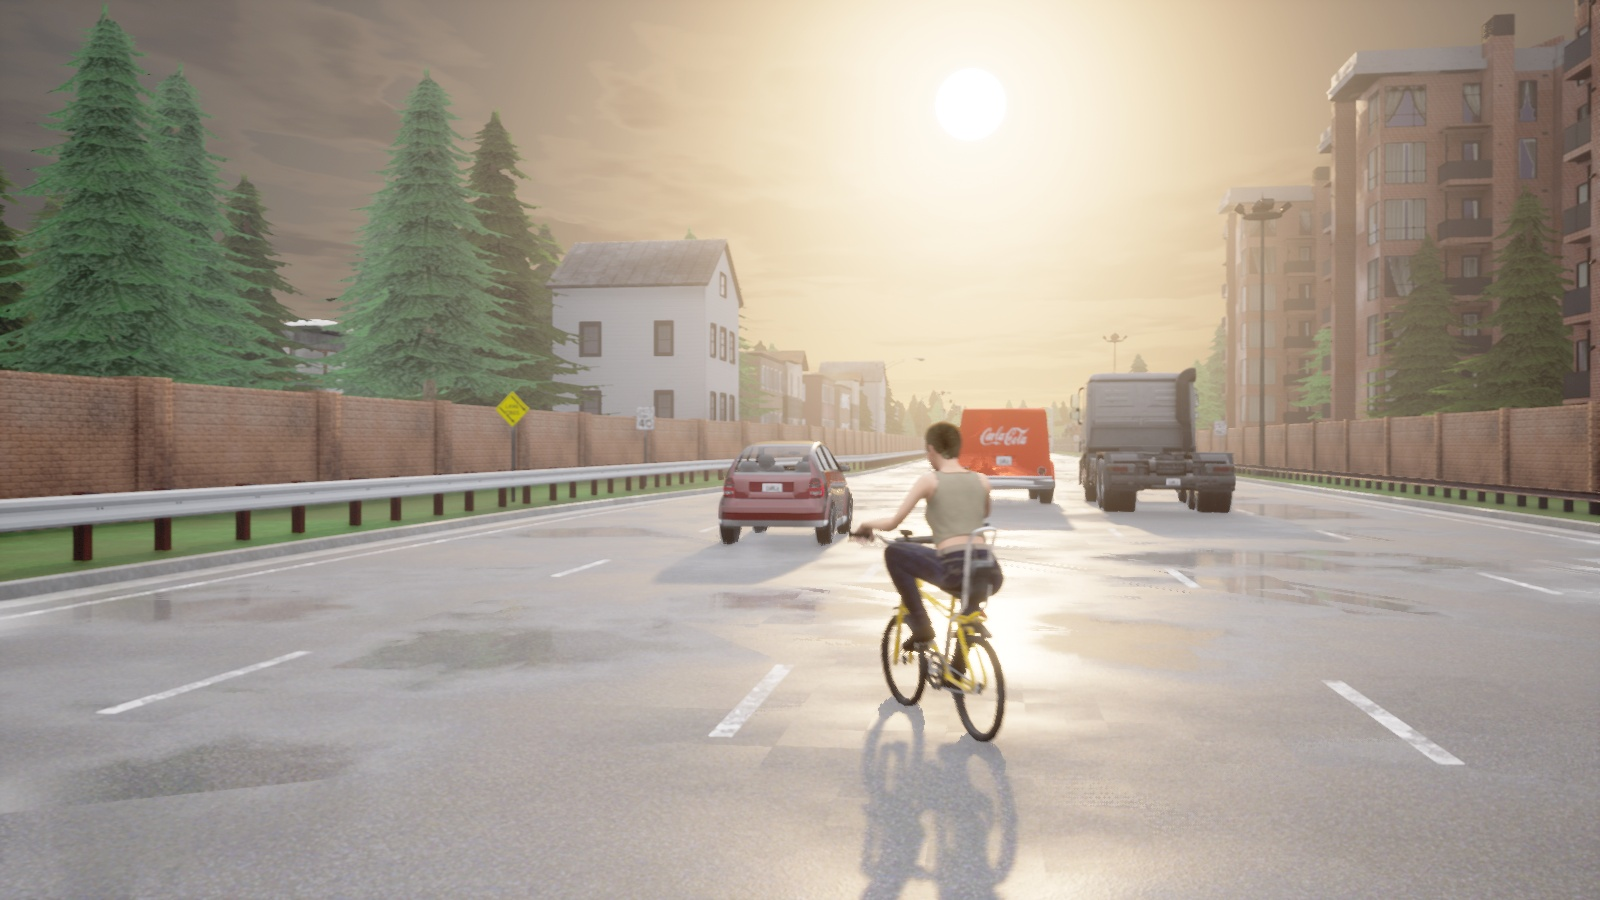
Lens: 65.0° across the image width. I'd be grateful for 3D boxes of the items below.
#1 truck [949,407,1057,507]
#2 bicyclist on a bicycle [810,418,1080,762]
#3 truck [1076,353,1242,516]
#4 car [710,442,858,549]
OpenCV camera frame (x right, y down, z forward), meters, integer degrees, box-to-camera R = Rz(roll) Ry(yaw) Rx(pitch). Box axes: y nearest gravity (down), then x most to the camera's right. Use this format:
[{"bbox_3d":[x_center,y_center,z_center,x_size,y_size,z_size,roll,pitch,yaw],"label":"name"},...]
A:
[{"bbox_3d":[5.388,0.141,33.581,2.627,2.467,5.204,0,1,8],"label":"truck"},{"bbox_3d":[0.715,0.658,6.734,0.866,1.612,1.509,0,0,-18],"label":"bicyclist on a bicycle"},{"bbox_3d":[8.498,-0.344,30.688,2.891,3.462,7.936,0,0,8],"label":"truck"},{"bbox_3d":[-0.154,0.644,20.101,1.789,1.549,3.705,0,0,8],"label":"car"}]
